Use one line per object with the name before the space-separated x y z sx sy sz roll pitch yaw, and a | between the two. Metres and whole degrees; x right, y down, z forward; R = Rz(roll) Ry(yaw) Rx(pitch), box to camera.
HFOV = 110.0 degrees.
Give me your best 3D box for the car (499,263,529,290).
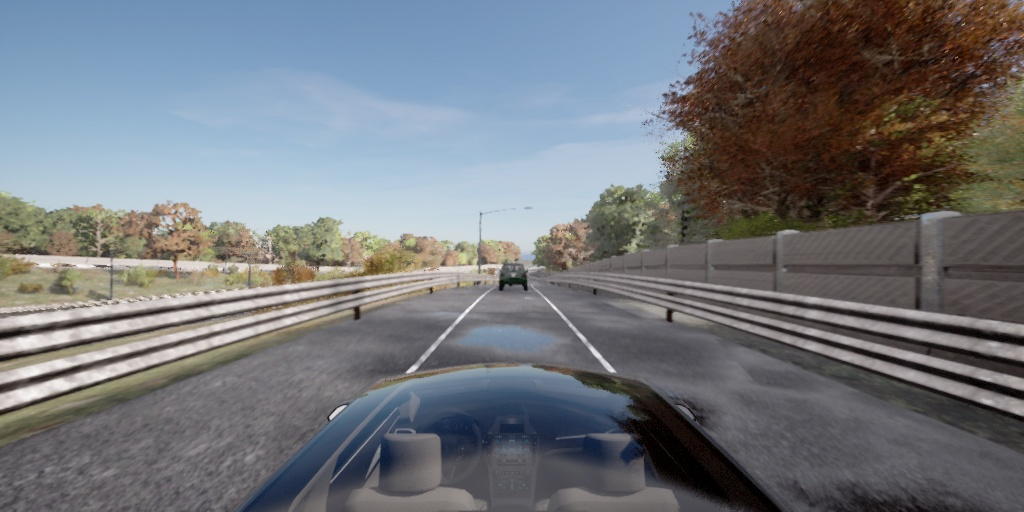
car | 0.127 1.606 28.216 2.150 2.045 5.566 0 -3 1
